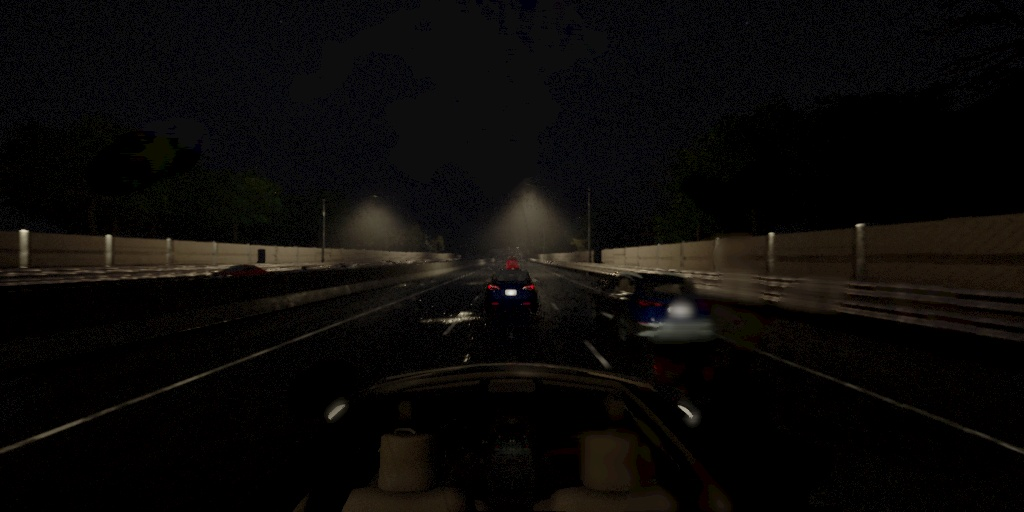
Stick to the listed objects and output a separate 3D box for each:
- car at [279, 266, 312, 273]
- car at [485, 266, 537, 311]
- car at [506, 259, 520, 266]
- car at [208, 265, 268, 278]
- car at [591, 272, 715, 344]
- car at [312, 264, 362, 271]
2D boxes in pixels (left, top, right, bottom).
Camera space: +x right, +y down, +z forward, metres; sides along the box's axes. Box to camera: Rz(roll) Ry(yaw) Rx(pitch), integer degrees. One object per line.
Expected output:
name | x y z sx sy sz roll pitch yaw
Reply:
car | -17.519 1.513 30.428 1.895 1.301 4.718 0 0 1
car | -0.025 1.323 14.836 2.163 1.488 4.792 0 0 0
car | 0.107 1.543 49.548 1.812 1.442 4.674 0 0 0
car | -21.045 1.422 27.827 1.812 1.442 4.674 0 -1 1
car | 3.503 1.223 9.731 2.033 1.649 4.856 0 0 0
car | -14.025 1.401 29.934 2.128 1.511 4.902 0 0 1
